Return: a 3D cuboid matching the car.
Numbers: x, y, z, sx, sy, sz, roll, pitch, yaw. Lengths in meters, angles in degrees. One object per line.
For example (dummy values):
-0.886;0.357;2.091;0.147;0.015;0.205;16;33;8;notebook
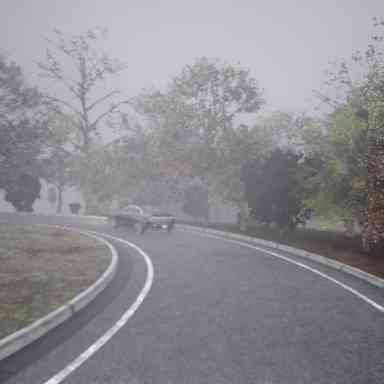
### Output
-2.889;1.443;18.403;2.128;1.511;4.902;2;0;-39;car
